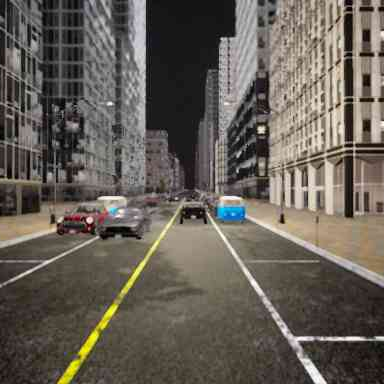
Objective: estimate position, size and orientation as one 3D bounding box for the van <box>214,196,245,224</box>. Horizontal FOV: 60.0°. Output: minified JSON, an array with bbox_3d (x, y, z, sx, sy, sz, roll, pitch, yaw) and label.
[{"bbox_3d":[2.701,1.222,23.501,1.690,1.788,3.998,1,0,0],"label":"van"}]

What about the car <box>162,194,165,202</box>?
[{"bbox_3d":[-5.682,1.236,62.409,1.802,1.307,4.206,1,0,0],"label":"car"}]

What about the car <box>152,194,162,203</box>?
[{"bbox_3d":[-5.682,1.298,46.229,1.887,1.381,4.507,1,0,0],"label":"car"}]

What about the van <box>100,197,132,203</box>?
[{"bbox_3d":[-5.680,1.222,23.527,1.690,1.788,3.998,1,0,0],"label":"van"}]

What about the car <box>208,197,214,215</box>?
[{"bbox_3d":[2.699,1.401,29.176,2.008,1.369,4.403,1,0,0],"label":"car"}]

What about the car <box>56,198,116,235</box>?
[{"bbox_3d":[-5.681,1.351,17.852,1.967,1.590,4.097,1,0,0],"label":"car"}]

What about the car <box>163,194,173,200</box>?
[{"bbox_3d":[-5.681,1.107,79.130,1.947,1.339,4.313,1,0,0],"label":"car"}]

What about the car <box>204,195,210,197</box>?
[{"bbox_3d":[2.699,1.353,40.524,1.947,1.339,4.313,1,0,0],"label":"car"}]

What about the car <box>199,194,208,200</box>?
[{"bbox_3d":[2.699,1.092,79.108,2.008,1.369,4.403,1,0,0],"label":"car"}]

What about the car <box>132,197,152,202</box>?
[{"bbox_3d":[-5.682,1.385,34.879,1.947,1.339,4.313,1,0,0],"label":"car"}]

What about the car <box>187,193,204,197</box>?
[{"bbox_3d":[0.099,1.133,41.466,2.097,1.767,4.553,0,0,0],"label":"car"}]

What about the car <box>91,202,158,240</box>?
[{"bbox_3d":[-3.103,1.465,16.618,2.033,1.411,5.357,0,0,0],"label":"car"}]

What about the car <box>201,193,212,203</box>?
[{"bbox_3d":[2.700,1.094,62.376,1.967,1.590,4.097,1,0,0],"label":"car"}]

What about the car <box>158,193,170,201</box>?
[{"bbox_3d":[-5.680,1.057,67.981,1.967,1.590,4.097,1,0,0],"label":"car"}]

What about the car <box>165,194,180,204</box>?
[{"bbox_3d":[-3.051,1.231,57.605,2.033,1.411,5.357,0,0,1],"label":"car"}]

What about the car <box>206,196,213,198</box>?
[{"bbox_3d":[2.698,1.401,34.851,1.802,1.307,4.206,1,0,0],"label":"car"}]

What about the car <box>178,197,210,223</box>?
[{"bbox_3d":[0.101,1.381,24.224,1.837,1.490,4.892,0,0,0],"label":"car"}]

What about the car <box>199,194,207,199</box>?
[{"bbox_3d":[2.699,1.084,84.685,1.802,1.307,4.206,1,0,0],"label":"car"}]
